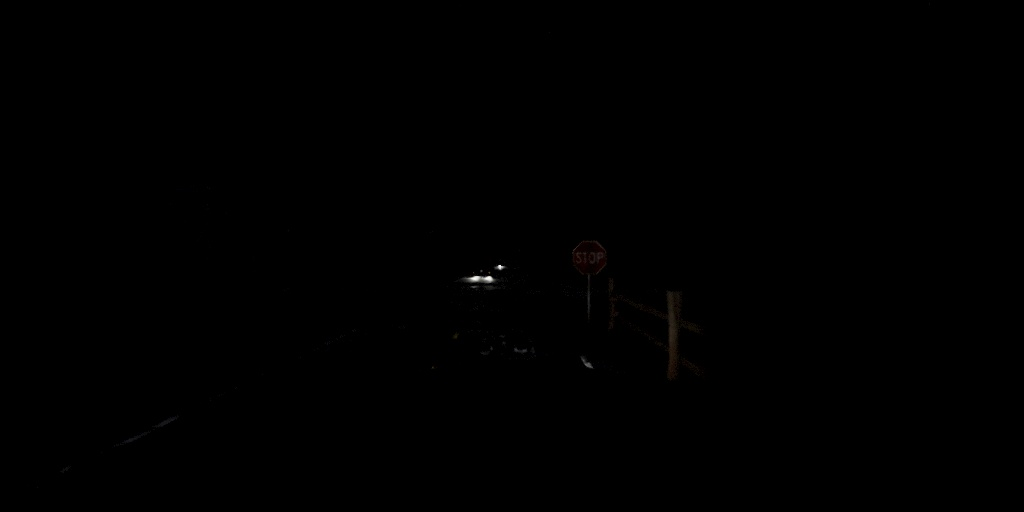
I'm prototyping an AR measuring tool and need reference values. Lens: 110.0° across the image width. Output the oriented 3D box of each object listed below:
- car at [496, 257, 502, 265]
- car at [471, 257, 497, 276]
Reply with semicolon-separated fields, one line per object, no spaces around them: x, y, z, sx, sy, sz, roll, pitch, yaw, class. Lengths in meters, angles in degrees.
-2.729;0.857;62.401;1.895;1.301;4.718;0;0;0;car
-2.739;1.128;34.042;1.994;1.385;4.181;0;1;0;car
